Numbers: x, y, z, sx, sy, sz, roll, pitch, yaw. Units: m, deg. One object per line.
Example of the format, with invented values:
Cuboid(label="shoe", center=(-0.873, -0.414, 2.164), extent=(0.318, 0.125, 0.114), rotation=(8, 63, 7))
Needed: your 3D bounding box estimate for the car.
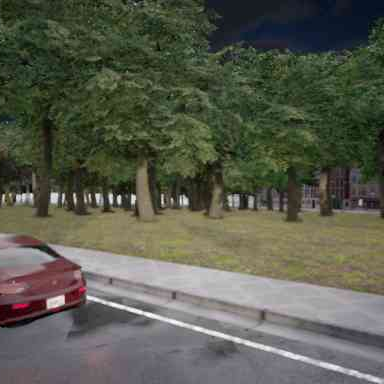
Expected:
Cuboid(label="car", center=(-3.981, 1.560, 6.549), extent=(4.674, 1.442, 1.812), rotation=(0, 0, 36))
